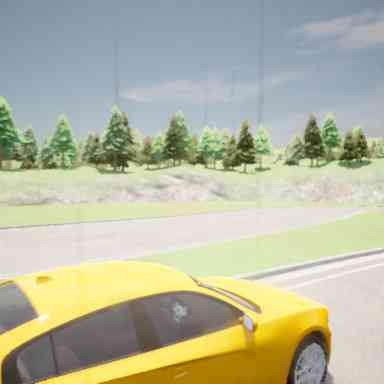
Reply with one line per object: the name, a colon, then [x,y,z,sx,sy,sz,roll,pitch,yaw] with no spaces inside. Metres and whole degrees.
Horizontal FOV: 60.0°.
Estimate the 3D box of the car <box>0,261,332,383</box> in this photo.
car: [-0.584,1.471,3.297,5.008,1.535,1.882,0,0,-37]
